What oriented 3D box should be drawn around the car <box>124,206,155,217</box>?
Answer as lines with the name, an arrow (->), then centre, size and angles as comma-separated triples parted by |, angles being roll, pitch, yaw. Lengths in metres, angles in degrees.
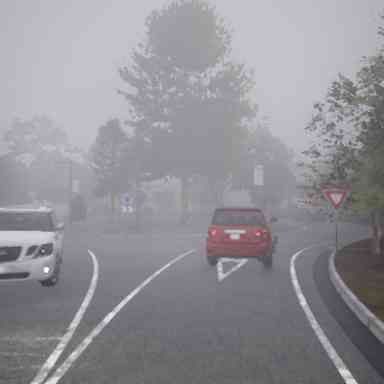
car -> -7.904, 2.910, 50.158 | 4.553, 1.767, 2.097 | 1, -2, -13

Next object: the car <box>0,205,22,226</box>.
car -> -19.795, 2.319, 33.789 | 2.150, 2.045, 5.566 | -1, -2, -1

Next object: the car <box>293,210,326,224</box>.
car -> 13.098, 2.723, 37.422 | 1.882, 1.535, 5.008 | 1, -2, -8

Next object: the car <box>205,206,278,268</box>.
car -> 2.049, 1.545, 12.812 | 2.150, 2.045, 5.566 | -1, -2, 16

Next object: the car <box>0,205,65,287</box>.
car -> -5.042, 1.436, 9.879 | 2.150, 2.045, 5.566 | 1, -2, -19
